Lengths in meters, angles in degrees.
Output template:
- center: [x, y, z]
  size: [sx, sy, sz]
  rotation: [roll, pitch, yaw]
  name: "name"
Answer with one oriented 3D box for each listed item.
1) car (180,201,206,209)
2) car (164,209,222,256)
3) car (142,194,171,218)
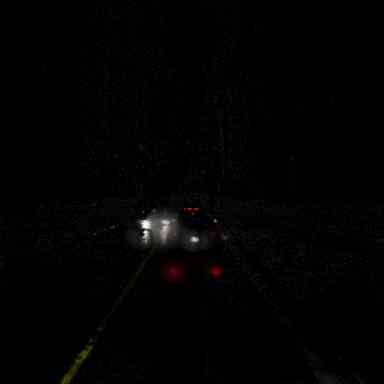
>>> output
- center: [0.080, 1.511, 28.276]
  size: [1.837, 1.490, 4.892]
  rotation: [0, 0, 0]
  name: "car"
- center: [0.082, 1.569, 13.136]
  size: [1.994, 1.385, 4.181]
  rotation: [0, 0, 0]
  name: "car"
- center: [-3.090, 1.230, 30.194]
  size: [2.150, 2.045, 5.566]
  rotation: [0, 0, 0]
  name: "car"
